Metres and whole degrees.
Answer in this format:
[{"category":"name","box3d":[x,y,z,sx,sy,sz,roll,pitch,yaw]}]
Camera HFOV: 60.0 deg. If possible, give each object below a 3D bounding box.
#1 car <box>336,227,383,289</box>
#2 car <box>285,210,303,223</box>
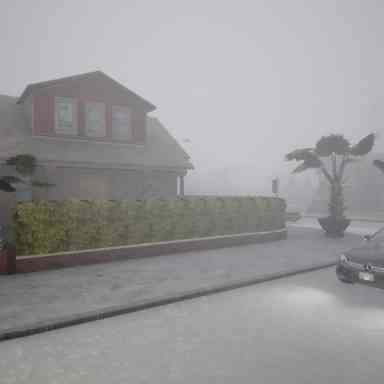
[{"category":"car","box3d":[5.578,1.526,8.363,4.674,1.442,1.812,0,0,-35]},{"category":"car","box3d":[5.873,1.601,25.062,1.895,1.301,4.718,0,0,-35]}]
